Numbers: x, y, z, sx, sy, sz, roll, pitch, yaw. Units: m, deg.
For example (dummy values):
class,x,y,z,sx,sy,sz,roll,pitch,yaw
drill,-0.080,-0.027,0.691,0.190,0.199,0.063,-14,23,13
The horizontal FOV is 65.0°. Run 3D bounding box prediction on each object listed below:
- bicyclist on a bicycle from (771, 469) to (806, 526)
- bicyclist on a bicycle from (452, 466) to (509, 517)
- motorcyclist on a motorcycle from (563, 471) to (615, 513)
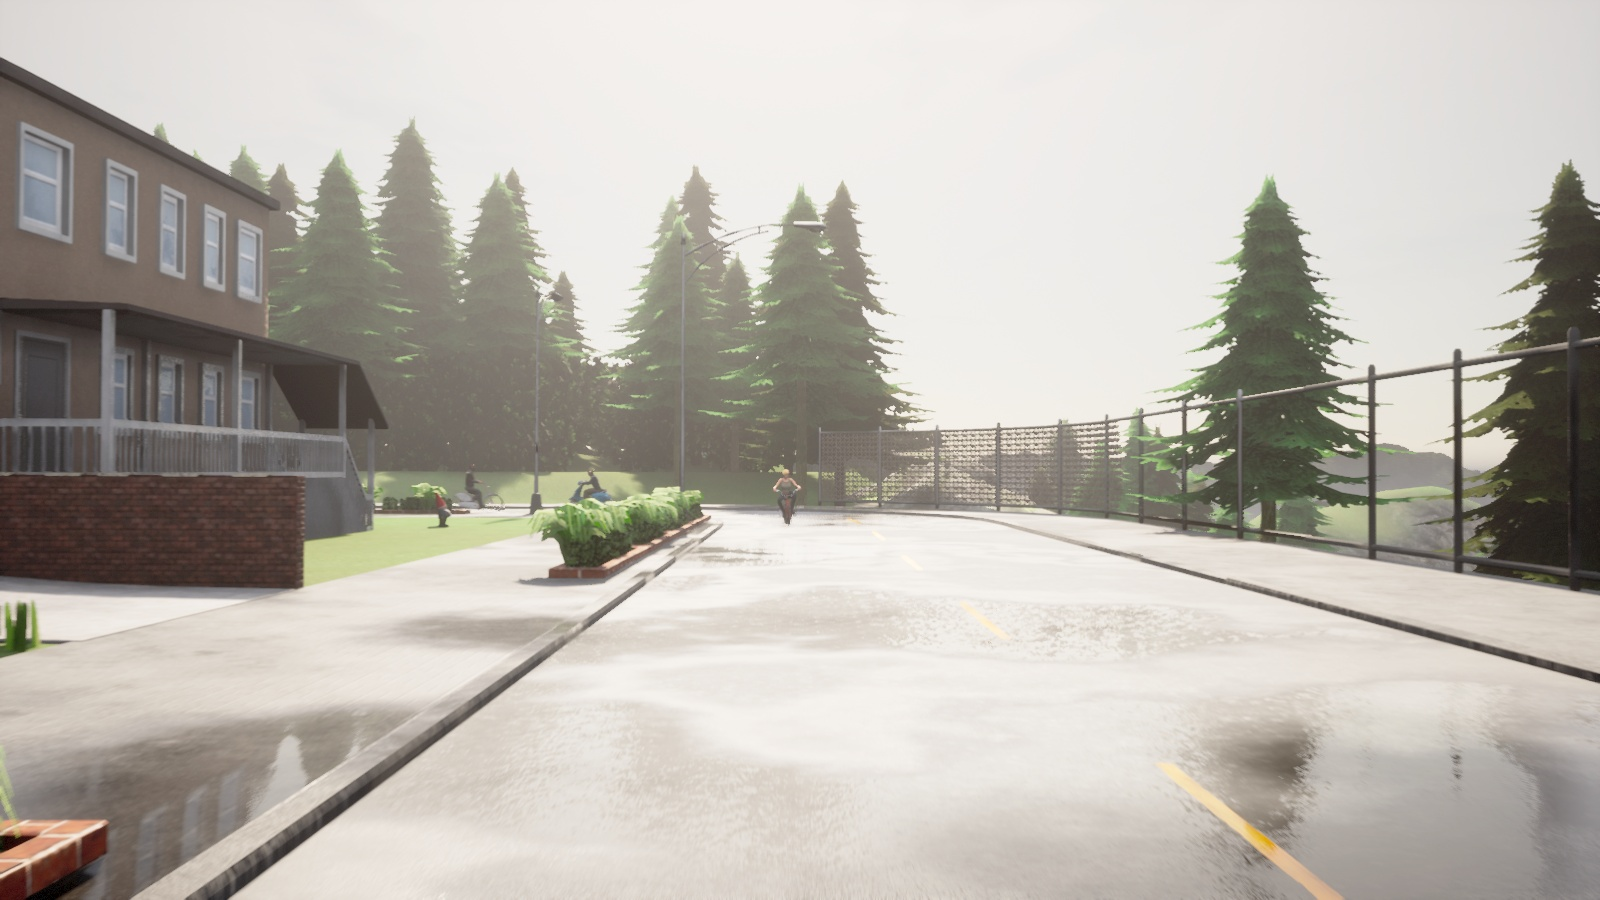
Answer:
class,x,y,z,sx,sy,sz,roll,pitch,yaw
bicyclist on a bicycle,-0.340,1.365,36.564,0.866,1.612,1.509,-2,-1,-5
bicyclist on a bicycle,-11.261,1.472,44.336,1.843,1.776,0.659,0,-1,0
motorcyclist on a motorcycle,-8.102,1.608,48.209,1.817,1.590,0.866,0,0,4
